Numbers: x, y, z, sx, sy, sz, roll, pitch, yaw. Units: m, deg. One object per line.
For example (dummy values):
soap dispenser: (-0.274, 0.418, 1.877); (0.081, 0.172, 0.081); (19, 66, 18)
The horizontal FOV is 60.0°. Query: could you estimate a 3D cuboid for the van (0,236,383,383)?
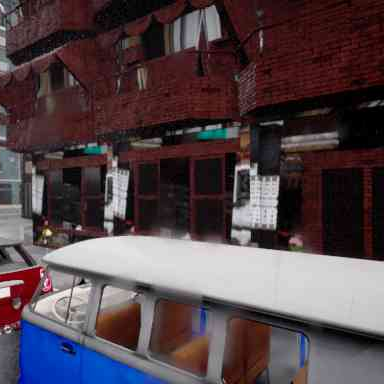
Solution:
van: (0.266, 1.341, 2.543); (3.998, 1.788, 1.690); (0, -1, 35)
